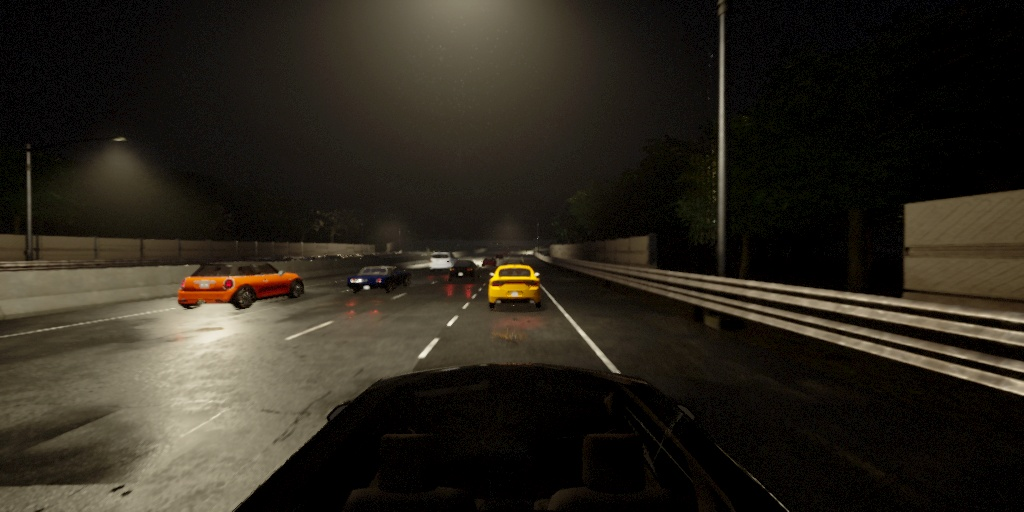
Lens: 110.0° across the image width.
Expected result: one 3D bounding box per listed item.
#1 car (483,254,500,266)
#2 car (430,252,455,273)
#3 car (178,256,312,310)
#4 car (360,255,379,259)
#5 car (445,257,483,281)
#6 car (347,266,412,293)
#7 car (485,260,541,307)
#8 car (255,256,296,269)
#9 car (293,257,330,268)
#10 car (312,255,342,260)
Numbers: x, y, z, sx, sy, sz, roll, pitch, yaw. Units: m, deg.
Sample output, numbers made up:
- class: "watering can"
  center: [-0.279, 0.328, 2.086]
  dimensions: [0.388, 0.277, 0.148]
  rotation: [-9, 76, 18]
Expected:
- class: "car"
  center: [-3.281, 0.792, 53.042]
  dimensions: [1.994, 1.385, 4.181]
  rotation: [0, 1, 1]
- class: "car"
  center: [-6.808, 0.637, 36.471]
  dimensions: [2.150, 2.045, 5.566]
  rotation: [0, 1, 0]
- class: "car"
  center: [-10.394, 0.992, 14.245]
  dimensions: [2.097, 1.767, 4.553]
  rotation: [0, 1, 0]
- class: "car"
  center: [-20.833, 0.611, 52.202]
  dimensions: [2.097, 1.767, 4.553]
  rotation: [0, 1, 1]
- class: "car"
  center: [-3.461, 1.036, 26.496]
  dimensions: [1.812, 1.442, 4.674]
  rotation: [0, 1, 0]
- class: "car"
  center: [-6.885, 1.187, 19.218]
  dimensions: [1.895, 1.301, 4.718]
  rotation: [0, 1, 0]
- class: "car"
  center: [0.108, 1.101, 14.623]
  dimensions: [1.882, 1.535, 5.008]
  rotation: [0, 1, 0]
- class: "car"
  center: [-31.373, 0.820, 47.797]
  dimensions: [2.128, 1.511, 4.902]
  rotation: [0, 1, 1]
- class: "car"
  center: [-27.848, 0.846, 49.971]
  dimensions: [2.033, 1.411, 5.357]
  rotation: [0, 1, 1]
- class: "car"
  center: [-24.380, 0.672, 47.906]
  dimensions: [2.097, 1.767, 4.553]
  rotation: [0, 1, 1]
